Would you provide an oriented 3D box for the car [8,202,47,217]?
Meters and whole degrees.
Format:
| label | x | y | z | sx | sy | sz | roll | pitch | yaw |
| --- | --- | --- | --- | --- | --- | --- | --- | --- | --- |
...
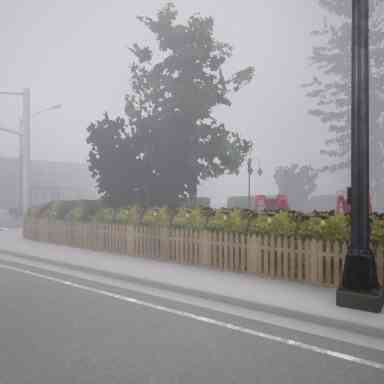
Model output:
| label | x | y | z | sx | sy | sz | roll | pitch | yaw |
| --- | --- | --- | --- | --- | --- | --- | --- | --- | --- |
| car | -14.046 | 1.601 | 30.322 | 1.895 | 1.301 | 4.718 | 0 | 0 | 35 |
